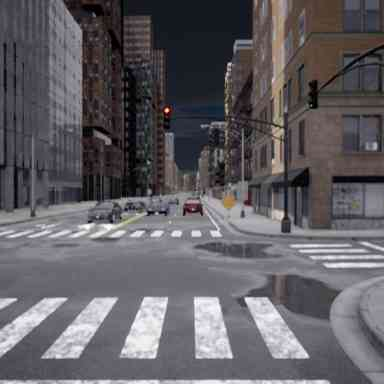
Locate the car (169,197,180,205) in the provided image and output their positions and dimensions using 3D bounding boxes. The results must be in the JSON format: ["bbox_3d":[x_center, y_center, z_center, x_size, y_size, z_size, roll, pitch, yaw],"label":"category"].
[{"bbox_3d":[-3.185,1.544,57.571,2.033,1.411,5.357,0,0,0],"label":"car"}]

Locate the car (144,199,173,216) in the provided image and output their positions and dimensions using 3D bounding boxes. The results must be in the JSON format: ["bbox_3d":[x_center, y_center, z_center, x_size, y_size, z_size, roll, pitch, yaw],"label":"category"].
[{"bbox_3d":[-3.148,1.594,31.971,1.895,1.301,4.718,0,0,0],"label":"car"}]

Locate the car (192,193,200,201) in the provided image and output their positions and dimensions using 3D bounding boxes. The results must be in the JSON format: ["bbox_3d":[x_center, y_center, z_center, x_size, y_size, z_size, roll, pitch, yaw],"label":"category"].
[{"bbox_3d":[0.981,1.237,85.857,2.150,2.045,5.566,0,0,0],"label":"car"}]

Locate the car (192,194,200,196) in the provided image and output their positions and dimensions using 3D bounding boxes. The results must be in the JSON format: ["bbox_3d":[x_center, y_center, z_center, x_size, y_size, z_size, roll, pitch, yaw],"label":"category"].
[{"bbox_3d":[0.074,1.502,59.052,1.837,1.490,4.892,0,0,0],"label":"car"}]

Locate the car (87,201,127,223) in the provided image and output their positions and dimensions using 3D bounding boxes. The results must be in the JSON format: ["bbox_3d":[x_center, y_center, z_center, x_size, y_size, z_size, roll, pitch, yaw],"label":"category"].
[{"bbox_3d":[-6.598,1.498,25.627,1.837,1.490,4.892,0,0,0],"label":"car"}]

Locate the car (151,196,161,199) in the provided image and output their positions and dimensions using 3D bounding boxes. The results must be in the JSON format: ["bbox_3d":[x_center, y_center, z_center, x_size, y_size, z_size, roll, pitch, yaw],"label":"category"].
[{"bbox_3d":[-6.503,1.490,59.341,2.128,1.511,4.902,0,0,0],"label":"car"}]

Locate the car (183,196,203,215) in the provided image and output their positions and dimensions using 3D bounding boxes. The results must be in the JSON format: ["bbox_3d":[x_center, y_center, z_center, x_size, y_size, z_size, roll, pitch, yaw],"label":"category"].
[{"bbox_3d":[0.102,1.471,33.920,1.882,1.535,5.008,0,0,0],"label":"car"}]

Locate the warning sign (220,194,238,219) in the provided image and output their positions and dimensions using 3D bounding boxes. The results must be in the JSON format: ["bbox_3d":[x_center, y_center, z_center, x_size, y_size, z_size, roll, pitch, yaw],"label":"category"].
[{"bbox_3d":[2.855,1.109,25.823,1.300,1.860,1.060,0,0,0],"label":"warning sign"}]

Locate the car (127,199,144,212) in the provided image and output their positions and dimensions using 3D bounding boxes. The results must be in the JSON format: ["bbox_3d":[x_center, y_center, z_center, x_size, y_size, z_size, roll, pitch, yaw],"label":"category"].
[{"bbox_3d":[-6.595,1.556,38.472,1.994,1.385,4.181,0,0,0],"label":"car"}]
